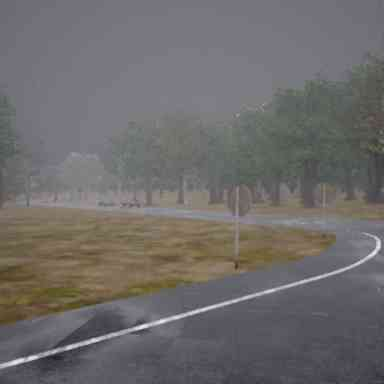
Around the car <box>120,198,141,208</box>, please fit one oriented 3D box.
[{"bbox_3d":[-9.667,1.774,51.893,1.837,1.490,4.892,1,-1,-34],"label":"car"}]

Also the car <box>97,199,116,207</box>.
[{"bbox_3d":[-15.563,1.984,60.402,2.033,1.411,5.357,1,-2,-35],"label":"car"}]
